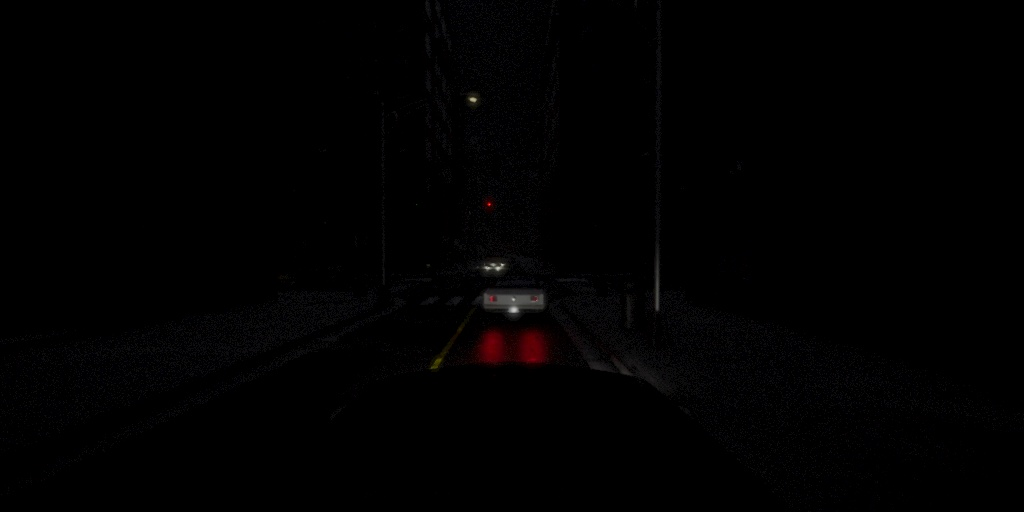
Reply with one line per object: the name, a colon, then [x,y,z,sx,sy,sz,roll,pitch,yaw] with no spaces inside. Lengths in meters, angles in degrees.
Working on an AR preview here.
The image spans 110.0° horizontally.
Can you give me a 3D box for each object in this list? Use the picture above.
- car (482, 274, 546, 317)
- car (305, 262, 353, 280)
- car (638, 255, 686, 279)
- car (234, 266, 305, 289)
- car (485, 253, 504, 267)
car: [0.192,1.268,12.686,1.895,1.301,4.718,0,0,4]
car: [-14.528,1.114,27.597,4.313,1.339,1.948,0,0,0]
car: [12.355,0.838,27.554,5.009,1.841,2.192,0,0,0]
car: [-14.380,1.171,19.572,4.829,1.417,1.751,0,0,0]
car: [-2.811,0.558,54.383,2.150,2.045,5.566,0,1,0]
